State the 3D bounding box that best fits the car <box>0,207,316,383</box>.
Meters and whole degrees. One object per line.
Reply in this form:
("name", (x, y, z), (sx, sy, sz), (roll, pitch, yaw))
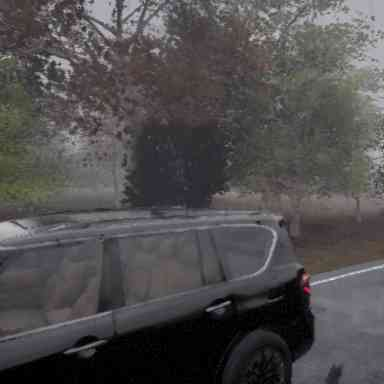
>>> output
("car", (-1.196, 1.218, 3.098), (5.566, 2.045, 2.150), (0, 0, -35))
